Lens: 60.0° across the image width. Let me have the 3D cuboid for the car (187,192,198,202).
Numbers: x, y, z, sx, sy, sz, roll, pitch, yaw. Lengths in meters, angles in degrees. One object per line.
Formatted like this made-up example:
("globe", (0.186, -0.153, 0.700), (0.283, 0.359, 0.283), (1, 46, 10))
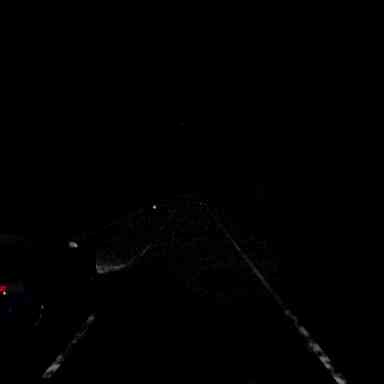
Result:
("car", (0.081, 1.126, 60.632), (1.994, 1.385, 4.181), (0, 0, 1))

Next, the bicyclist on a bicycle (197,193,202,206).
("bicyclist on a bicycle", (1.020, 1.025, 47.597), (0.659, 1.776, 1.843), (0, 1, 0))

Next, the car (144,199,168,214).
("car", (-3.365, 1.332, 31.950), (1.994, 1.385, 4.181), (0, 0, 0))

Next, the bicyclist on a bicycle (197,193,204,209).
("bicyclist on a bicycle", (0.983, 1.156, 38.632), (0.866, 1.612, 1.509), (0, 0, 0))

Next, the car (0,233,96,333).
("car", (-3.394, 1.515, 6.693), (1.994, 1.385, 4.181), (0, 0, 0))
